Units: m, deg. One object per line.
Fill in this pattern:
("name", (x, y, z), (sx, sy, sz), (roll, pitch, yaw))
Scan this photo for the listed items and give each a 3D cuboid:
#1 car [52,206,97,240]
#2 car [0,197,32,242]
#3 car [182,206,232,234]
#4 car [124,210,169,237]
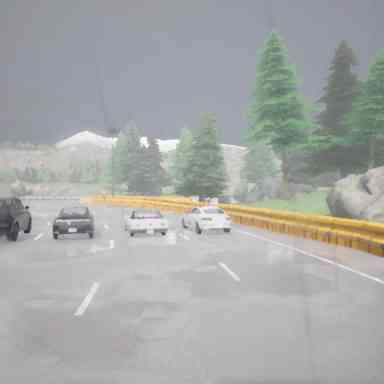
("car", (-5.967, 1.485, 17.069), (2.128, 1.511, 4.902), (0, 0, -16))
("car", (-9.336, 1.246, 16.127), (2.150, 2.045, 5.566), (0, 0, -16))
("car", (0.757, 1.502, 19.011), (1.812, 1.442, 4.674), (0, 0, -16))
("car", (-2.614, 1.598, 18.069), (1.895, 1.301, 4.718), (0, 0, -16))
